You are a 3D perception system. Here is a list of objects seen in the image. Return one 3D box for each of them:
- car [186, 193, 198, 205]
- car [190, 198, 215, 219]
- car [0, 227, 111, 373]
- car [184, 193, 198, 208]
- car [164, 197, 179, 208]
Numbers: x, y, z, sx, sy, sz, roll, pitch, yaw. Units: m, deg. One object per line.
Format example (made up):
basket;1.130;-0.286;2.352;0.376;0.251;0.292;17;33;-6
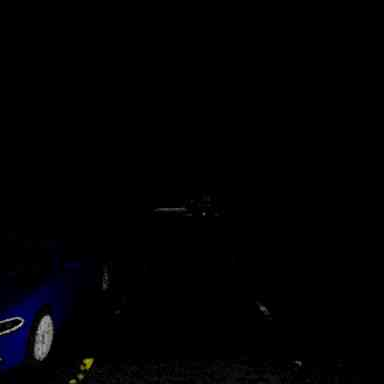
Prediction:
car;-0.029;1.174;60.418;2.150;2.045;5.566;0;0;0
car;0.948;1.509;28.263;1.812;1.442;4.674;0;0;0
car;-2.854;1.474;5.962;1.882;1.535;5.008;0;0;0
car;-0.010;1.319;47.455;2.097;1.767;4.553;0;0;0
car;-2.858;1.445;47.203;1.882;1.535;5.008;0;0;0
